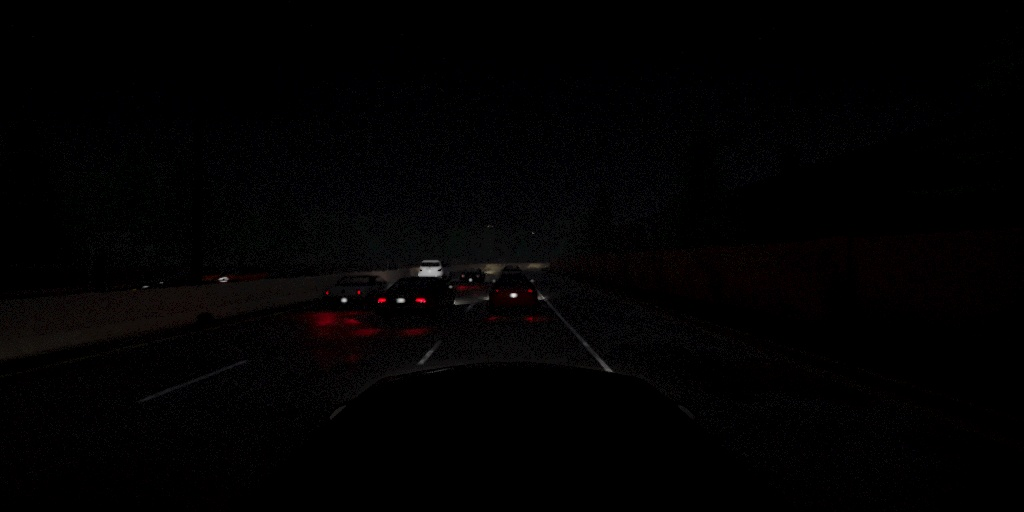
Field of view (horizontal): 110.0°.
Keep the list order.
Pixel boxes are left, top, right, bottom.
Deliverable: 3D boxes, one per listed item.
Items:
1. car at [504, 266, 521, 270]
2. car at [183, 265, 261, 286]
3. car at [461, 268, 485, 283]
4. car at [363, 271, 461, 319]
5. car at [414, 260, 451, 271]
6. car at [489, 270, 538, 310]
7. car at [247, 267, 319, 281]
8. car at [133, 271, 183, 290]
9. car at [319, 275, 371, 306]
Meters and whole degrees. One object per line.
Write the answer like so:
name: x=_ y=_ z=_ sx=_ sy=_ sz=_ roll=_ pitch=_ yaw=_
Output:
car: x=-0.012 y=1.673 z=34.070 sx=2.128 sy=1.511 sz=4.902 roll=0 pitch=-1 yaw=0
car: x=-17.669 y=1.411 z=22.844 sx=2.097 sy=1.767 sz=4.553 roll=0 pitch=-1 yaw=0
car: x=-3.505 y=1.766 z=32.471 sx=1.895 sy=1.301 sz=4.718 roll=0 pitch=-1 yaw=0
car: x=-3.436 y=1.461 z=13.569 sx=2.033 sy=1.411 sz=5.357 roll=0 pitch=-1 yaw=0
car: x=-7.008 y=1.401 z=33.129 sx=2.150 sy=2.045 sz=5.566 roll=0 pitch=-1 yaw=0
car: x=0.056 y=1.500 z=15.710 sx=1.994 sy=1.385 sz=4.181 roll=0 pitch=-1 yaw=0
car: x=-14.169 y=1.561 z=23.026 sx=1.837 sy=1.490 sz=4.892 roll=0 pitch=-1 yaw=0
car: x=-21.167 y=1.627 z=22.735 sx=1.994 sy=1.385 sz=4.181 roll=0 pitch=-1 yaw=0
car: x=-6.948 y=1.566 z=17.039 sx=1.895 sy=1.301 sz=4.718 roll=0 pitch=-1 yaw=0
